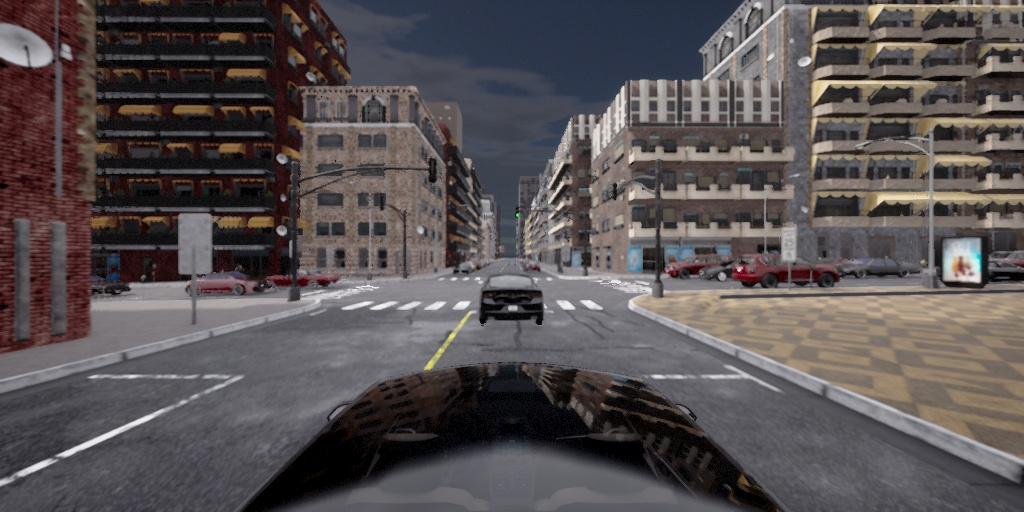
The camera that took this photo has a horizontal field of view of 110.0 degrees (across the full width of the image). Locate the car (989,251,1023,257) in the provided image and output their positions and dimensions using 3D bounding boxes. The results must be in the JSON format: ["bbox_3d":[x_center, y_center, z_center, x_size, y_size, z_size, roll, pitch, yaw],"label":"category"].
[{"bbox_3d":[35.141,0.461,25.426,4.553,1.767,2.097,-1,0,0],"label":"car"}]

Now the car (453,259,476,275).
[{"bbox_3d":[-5.682,1.399,41.518,1.948,1.339,4.313,0,0,0],"label":"car"}]

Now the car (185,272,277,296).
[{"bbox_3d":[-17.172,1.646,21.785,4.181,1.385,1.994,-1,0,-1],"label":"car"}]

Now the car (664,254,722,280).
[{"bbox_3d":[14.581,0.809,27.850,5.009,1.841,2.192,0,0,0],"label":"car"}]

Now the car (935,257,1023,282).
[{"bbox_3d":[25.807,0.853,19.565,4.313,1.339,1.948,0,0,0],"label":"car"}]

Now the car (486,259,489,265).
[{"bbox_3d":[-5.677,1.328,64.248,1.967,1.591,4.097,0,0,0],"label":"car"}]

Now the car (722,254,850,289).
[{"bbox_3d":[14.713,0.809,19.471,5.009,1.841,2.192,0,0,0],"label":"car"}]

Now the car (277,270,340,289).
[{"bbox_3d":[-14.842,1.639,25.116,4.718,1.301,1.895,-1,0,-1],"label":"car"}]

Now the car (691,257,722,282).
[{"bbox_3d":[15.739,0.978,25.272,4.892,1.490,1.837,-1,0,0],"label":"car"}]

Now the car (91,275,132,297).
[{"bbox_3d":[-26.535,1.800,21.710,5.357,1.411,2.033,-1,0,0],"label":"car"}]

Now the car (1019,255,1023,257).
[{"bbox_3d":[31.354,0.748,19.613,4.313,1.339,1.948,0,0,0],"label":"car"}]

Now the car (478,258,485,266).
[{"bbox_3d":[-5.679,1.175,52.883,2.192,1.841,5.009,0,0,0],"label":"car"}]

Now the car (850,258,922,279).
[{"bbox_3d":[25.484,0.839,25.353,5.357,1.411,2.033,-1,0,0],"label":"car"}]

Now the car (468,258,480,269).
[{"bbox_3d":[-5.681,1.372,47.031,1.751,1.417,4.829,0,0,0],"label":"car"}]

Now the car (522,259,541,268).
[{"bbox_3d":[2.700,1.286,47.201,1.967,1.591,4.097,0,0,0],"label":"car"}]

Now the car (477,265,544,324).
[{"bbox_3d":[-0.124,1.245,12.061,1.882,1.535,5.008,0,0,-3],"label":"car"}]

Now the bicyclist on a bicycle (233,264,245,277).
[{"bbox_3d":[-23.160,1.489,30.464,0.582,1.620,1.656,-1,0,0],"label":"bicyclist on a bicycle"}]
